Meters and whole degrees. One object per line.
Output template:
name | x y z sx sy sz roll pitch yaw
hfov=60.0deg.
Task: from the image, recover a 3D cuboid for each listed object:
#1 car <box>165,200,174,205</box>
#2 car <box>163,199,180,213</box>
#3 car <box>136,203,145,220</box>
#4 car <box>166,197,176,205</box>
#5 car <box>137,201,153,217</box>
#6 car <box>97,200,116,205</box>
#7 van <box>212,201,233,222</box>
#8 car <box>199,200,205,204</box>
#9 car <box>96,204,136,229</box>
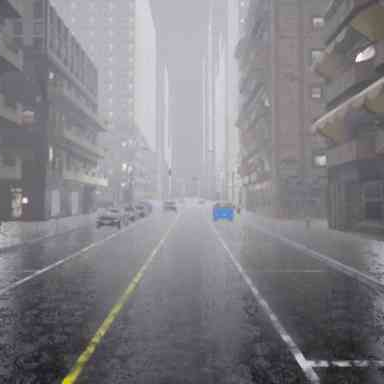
car | -5.686 2.618 84.359 1.802 1.307 4.206 1 -1 0
car | -3.007 2.093 46.825 1.837 1.490 4.892 0 -1 0
car | -5.647 1.948 29.641 1.802 1.307 4.206 1 -1 0
car | -5.681 2.420 89.937 2.192 1.841 5.009 1 -1 0
car | -5.647 2.000 35.180 1.947 1.339 4.313 1 -1 0
car | -16.498 2.277 63.365 4.097 1.590 1.967 0 -2 0
van | 2.705 1.708 29.697 1.690 1.788 3.998 1 -1 0
car | 2.693 2.687 89.996 1.802 1.307 4.206 1 -1 0
car | -5.646 1.849 24.101 2.008 1.369 4.403 1 -1 0
